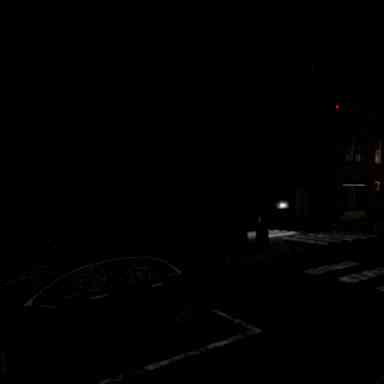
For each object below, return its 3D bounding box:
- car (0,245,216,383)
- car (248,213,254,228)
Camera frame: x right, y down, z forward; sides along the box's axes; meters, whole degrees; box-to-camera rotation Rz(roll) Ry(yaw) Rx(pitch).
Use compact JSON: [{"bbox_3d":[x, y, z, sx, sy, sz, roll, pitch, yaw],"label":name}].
[{"bbox_3d":[-1.638,1.552,5.019,4.403,1.369,2.008,0,0,-35],"label":"car"},{"bbox_3d":[1.757,1.423,20.822,1.837,1.490,4.892,0,0,-36],"label":"car"}]
